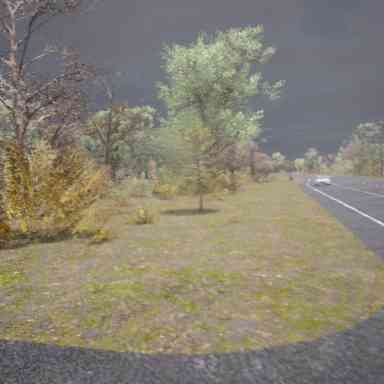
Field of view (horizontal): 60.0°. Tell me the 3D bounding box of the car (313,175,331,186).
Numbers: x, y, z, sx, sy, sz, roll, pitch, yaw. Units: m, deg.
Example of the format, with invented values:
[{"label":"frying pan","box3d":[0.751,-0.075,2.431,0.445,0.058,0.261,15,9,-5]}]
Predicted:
[{"label":"car","box3d":[18.511,-1.634,47.358,1.812,1.442,4.674,-4,3,16]}]
